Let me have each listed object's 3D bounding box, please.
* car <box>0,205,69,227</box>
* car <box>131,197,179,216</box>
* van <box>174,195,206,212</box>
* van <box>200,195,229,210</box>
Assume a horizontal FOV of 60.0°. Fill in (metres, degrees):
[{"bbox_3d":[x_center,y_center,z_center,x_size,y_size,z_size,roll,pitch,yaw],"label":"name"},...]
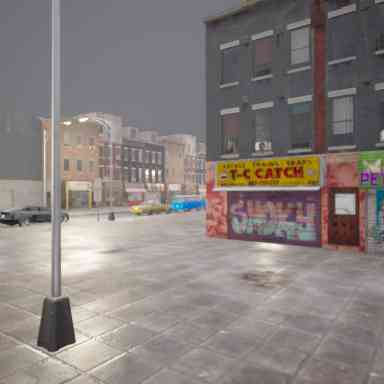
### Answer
[{"bbox_3d":[-10.333,1.522,22.111,1.947,1.339,4.313,0,0,36],"label":"car"},{"bbox_3d":[-3.645,1.449,31.454,1.752,1.417,4.829,0,0,36],"label":"car"},{"bbox_3d":[-0.449,1.249,35.918,1.690,1.788,3.998,0,0,36],"label":"van"},{"bbox_3d":[2.845,1.234,40.520,1.690,1.788,3.998,0,0,36],"label":"van"}]
